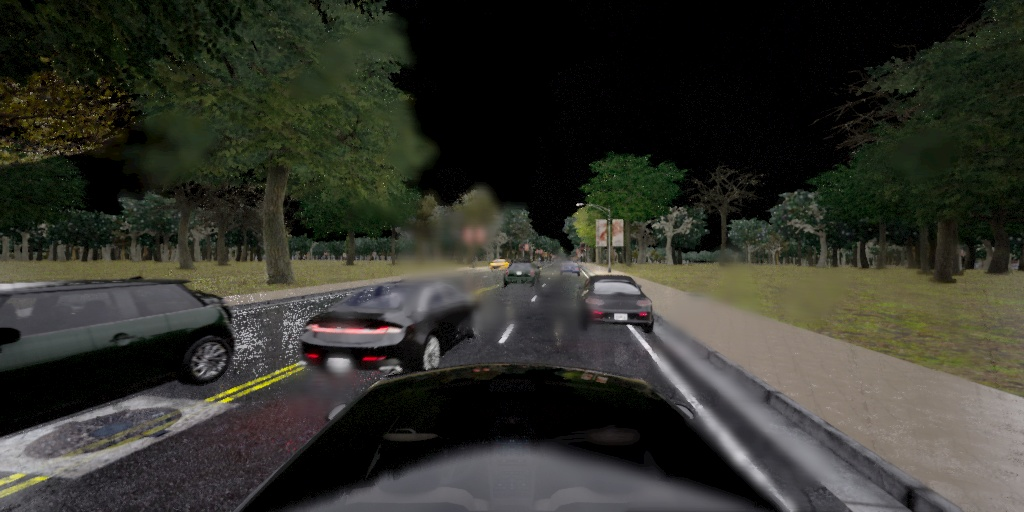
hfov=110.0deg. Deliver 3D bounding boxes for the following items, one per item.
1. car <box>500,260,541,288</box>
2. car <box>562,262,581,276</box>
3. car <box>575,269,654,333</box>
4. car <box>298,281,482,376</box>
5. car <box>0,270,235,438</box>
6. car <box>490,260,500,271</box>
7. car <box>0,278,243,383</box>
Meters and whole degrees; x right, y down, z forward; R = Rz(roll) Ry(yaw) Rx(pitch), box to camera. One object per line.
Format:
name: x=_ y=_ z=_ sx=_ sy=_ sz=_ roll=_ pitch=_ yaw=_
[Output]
car: x=0.792 y=1.105 z=24.374 sx=2.097 sy=1.767 sz=4.553 roll=0 pitch=0 yaw=9
car: x=6.194 y=1.317 z=37.638 sx=2.033 sy=1.411 sz=5.357 roll=0 pitch=0 yaw=9
car: x=2.942 y=1.278 z=10.765 sx=1.812 sy=1.442 sz=4.674 roll=0 pitch=0 yaw=9
car: x=-1.959 y=1.244 z=7.288 sx=2.128 sy=1.511 sz=4.902 roll=0 pitch=0 yaw=9
car: x=-5.962 y=1.103 z=4.141 sx=2.097 sy=1.767 sz=4.553 roll=0 pitch=0 yaw=9
car: x=-1.788 y=1.276 z=50.468 sx=1.882 sy=1.535 sz=5.008 roll=0 pitch=0 yaw=9
car: x=-8.651 y=1.316 z=7.879 sx=1.994 sy=1.385 sz=4.181 roll=0 pitch=0 yaw=9
